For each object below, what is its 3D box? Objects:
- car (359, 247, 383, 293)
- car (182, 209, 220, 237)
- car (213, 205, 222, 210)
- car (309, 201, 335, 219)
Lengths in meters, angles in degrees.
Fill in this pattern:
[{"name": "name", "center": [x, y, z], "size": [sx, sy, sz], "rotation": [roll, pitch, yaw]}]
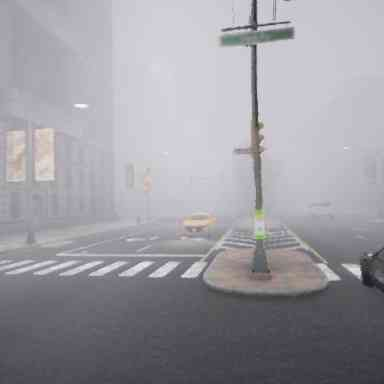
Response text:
[{"name": "car", "center": [4.941, 1.664, 6.787], "size": [2.033, 1.411, 5.357], "rotation": [-2, -2, 15]}, {"name": "car", "center": [0.610, 2.227, 23.719], "size": [1.882, 1.535, 5.008], "rotation": [-2, -2, 11]}, {"name": "car", "center": [7.085, 4.364, 92.689], "size": [1.895, 1.301, 4.718], "rotation": [-2, -2, 11]}, {"name": "car", "center": [15.522, 2.141, 40.000], "size": [2.150, 2.045, 5.566], "rotation": [-2, -2, 11]}]
